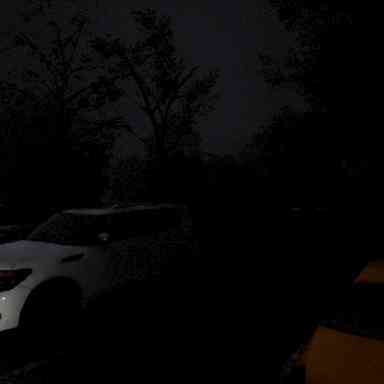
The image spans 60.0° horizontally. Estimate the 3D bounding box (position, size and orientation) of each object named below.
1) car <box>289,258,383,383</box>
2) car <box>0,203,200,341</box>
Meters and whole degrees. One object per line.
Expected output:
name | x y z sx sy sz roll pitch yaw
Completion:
car | 2.782 1.476 4.070 1.946 1.575 5.366 -1 -1 35
car | -1.999 1.305 7.218 2.435 2.045 5.566 -1 -1 35
